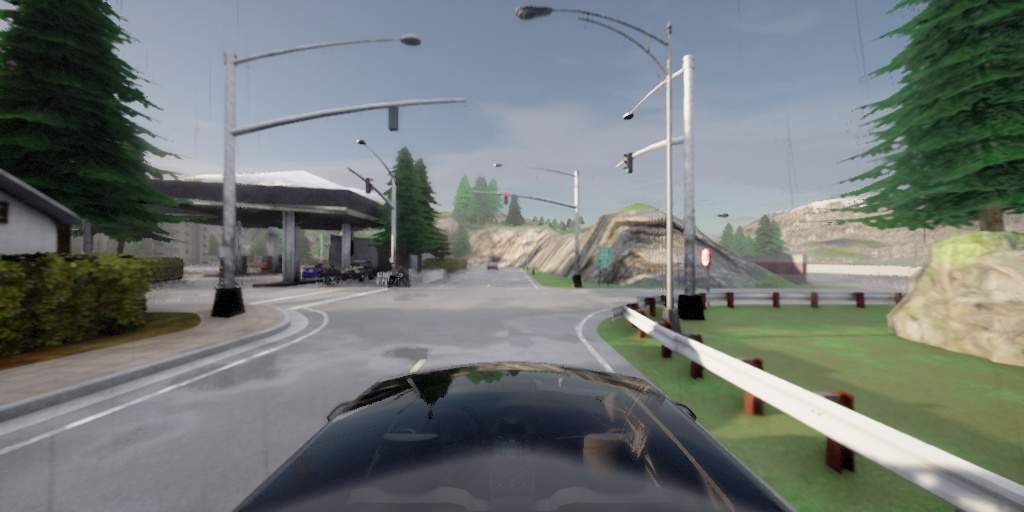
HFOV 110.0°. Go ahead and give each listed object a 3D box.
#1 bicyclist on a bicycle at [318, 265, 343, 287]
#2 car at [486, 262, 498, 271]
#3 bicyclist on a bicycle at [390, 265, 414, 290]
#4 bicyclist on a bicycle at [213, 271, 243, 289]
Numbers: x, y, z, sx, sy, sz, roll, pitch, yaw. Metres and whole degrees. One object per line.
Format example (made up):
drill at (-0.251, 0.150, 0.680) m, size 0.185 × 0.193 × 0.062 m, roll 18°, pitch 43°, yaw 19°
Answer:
bicyclist on a bicycle at (-13.124, 1.472, 25.942) m, size 1.656 × 1.620 × 0.582 m, roll 1°, pitch -4°, yaw -40°
car at (-3.519, 1.842, 64.520) m, size 1.882 × 1.535 × 5.008 m, roll 0°, pitch -1°, yaw 0°
bicyclist on a bicycle at (-6.810, 1.344, 22.109) m, size 1.656 × 1.620 × 0.582 m, roll 2°, pitch 10°, yaw 9°
bicyclist on a bicycle at (-18.552, 1.403, 23.445) m, size 1.656 × 1.620 × 0.582 m, roll 1°, pitch -2°, yaw -15°
